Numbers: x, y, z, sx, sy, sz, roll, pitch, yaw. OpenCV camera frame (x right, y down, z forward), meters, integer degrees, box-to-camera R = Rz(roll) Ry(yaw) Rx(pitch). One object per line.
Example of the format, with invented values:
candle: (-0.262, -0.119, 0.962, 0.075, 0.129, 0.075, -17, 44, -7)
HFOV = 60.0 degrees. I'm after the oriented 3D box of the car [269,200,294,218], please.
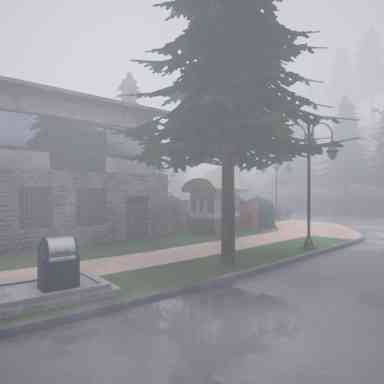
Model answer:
car: (6.125, 1.367, 27.794, 4.674, 1.442, 1.812, 0, 0, 43)
